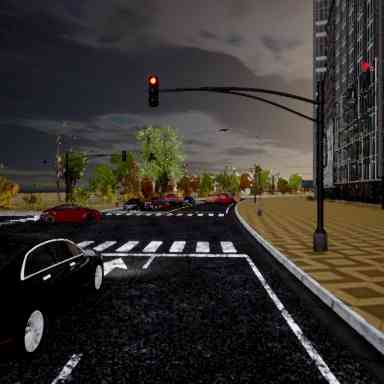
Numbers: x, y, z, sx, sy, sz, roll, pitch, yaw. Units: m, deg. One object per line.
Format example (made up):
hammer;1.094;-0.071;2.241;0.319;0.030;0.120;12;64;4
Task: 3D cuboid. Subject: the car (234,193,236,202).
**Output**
car;9.787;1.246;80.433;2.150;2.045;5.566;0;0;14

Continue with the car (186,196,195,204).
car;-0.572;1.532;62.740;1.812;1.442;4.674;0;0;11

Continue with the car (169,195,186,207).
car;-2.608;1.603;50.593;1.895;1.301;4.718;0;0;9

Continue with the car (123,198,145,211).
car;-7.104;1.524;41.486;1.812;1.442;4.674;0;0;7

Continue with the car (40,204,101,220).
car;-8.829;1.561;24.374;4.181;1.385;1.994;0;0;-19

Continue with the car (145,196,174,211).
car;-3.926;1.564;40.701;1.994;1.385;4.181;0;0;7

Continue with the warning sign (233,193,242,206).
warning sign;6.554;1.122;48.257;1.300;1.860;1.060;0;0;8

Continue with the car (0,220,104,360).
car;-3.011;1.504;5.935;1.837;1.490;4.892;0;0;1

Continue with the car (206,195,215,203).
car;4.324;1.362;70.802;2.097;1.767;4.553;0;0;12

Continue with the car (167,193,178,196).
car;-3.857;1.228;62.927;2.150;2.045;5.566;0;0;10

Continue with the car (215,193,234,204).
car;6.241;1.233;62.960;2.150;2.045;5.566;0;0;11

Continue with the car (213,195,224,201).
car;6.469;1.392;80.534;1.812;1.442;4.674;0;0;14
